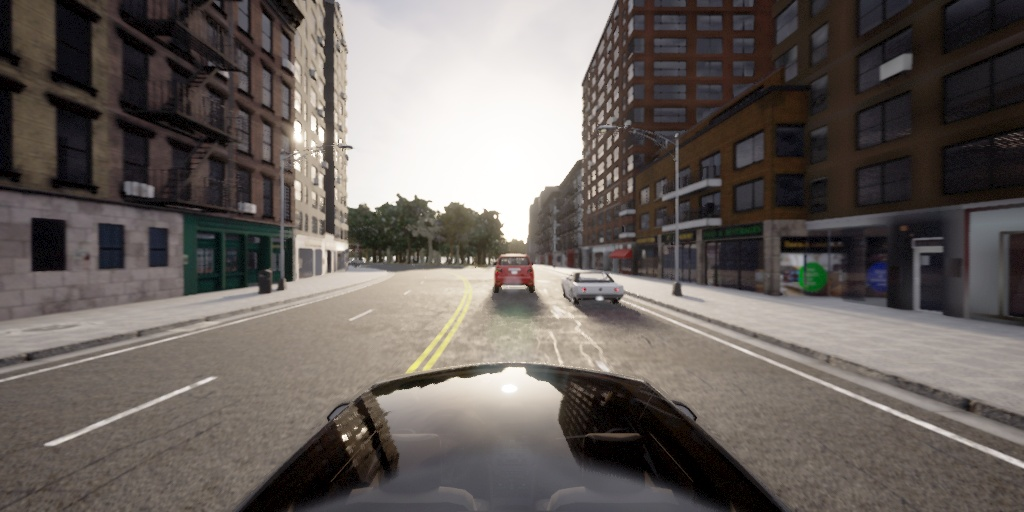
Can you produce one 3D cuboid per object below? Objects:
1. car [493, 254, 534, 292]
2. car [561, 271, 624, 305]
[{"bbox_3d":[0.094,0.935,20.965,2.150,2.045,5.566,0,0,-1],"label":"car"},{"bbox_3d":[3.357,1.321,15.905,1.895,1.301,4.718,0,0,0],"label":"car"}]
